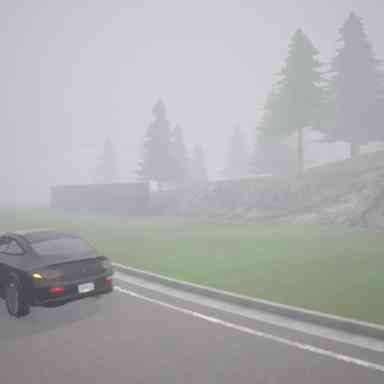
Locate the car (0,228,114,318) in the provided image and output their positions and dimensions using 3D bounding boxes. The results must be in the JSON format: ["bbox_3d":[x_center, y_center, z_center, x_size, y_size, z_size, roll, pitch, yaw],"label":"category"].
[{"bbox_3d":[-3.573,1.563,7.555,4.674,1.442,1.812,0,0,43],"label":"car"}]
